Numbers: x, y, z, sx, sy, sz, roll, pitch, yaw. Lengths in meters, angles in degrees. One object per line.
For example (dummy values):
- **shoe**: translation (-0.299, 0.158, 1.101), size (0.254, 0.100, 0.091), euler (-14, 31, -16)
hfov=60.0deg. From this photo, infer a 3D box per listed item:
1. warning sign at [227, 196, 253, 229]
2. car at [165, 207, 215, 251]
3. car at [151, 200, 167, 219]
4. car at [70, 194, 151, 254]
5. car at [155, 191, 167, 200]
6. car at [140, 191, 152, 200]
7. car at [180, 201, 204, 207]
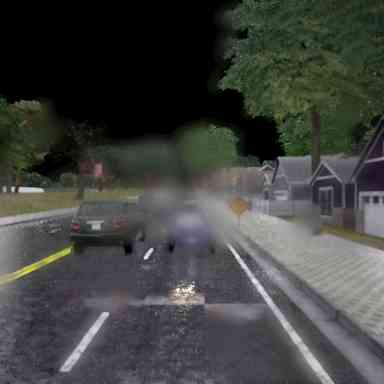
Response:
- **warning sign**: translation (2.828, 1.173, 19.714), size (1.300, 1.860, 1.060), euler (-1, -1, 0)
- **car**: translation (0.001, 1.589, 14.375), size (1.812, 1.442, 4.674), euler (0, 0, 0)
- **car**: translation (-3.255, 1.622, 29.095), size (1.895, 1.301, 4.718), euler (0, 0, 0)
- **car**: translation (-3.253, 1.280, 13.990), size (2.150, 2.045, 5.566), euler (0, 0, 0)
- **car**: translation (-6.513, 0.817, 70.943), size (2.150, 2.045, 5.566), euler (0, 1, 0)
- **car**: translation (-9.763, 0.817, 70.942), size (2.150, 2.045, 5.566), euler (0, 1, 0)
- **car**: translation (-0.003, 1.529, 29.285), size (1.837, 1.490, 4.892), euler (0, 1, 0)
